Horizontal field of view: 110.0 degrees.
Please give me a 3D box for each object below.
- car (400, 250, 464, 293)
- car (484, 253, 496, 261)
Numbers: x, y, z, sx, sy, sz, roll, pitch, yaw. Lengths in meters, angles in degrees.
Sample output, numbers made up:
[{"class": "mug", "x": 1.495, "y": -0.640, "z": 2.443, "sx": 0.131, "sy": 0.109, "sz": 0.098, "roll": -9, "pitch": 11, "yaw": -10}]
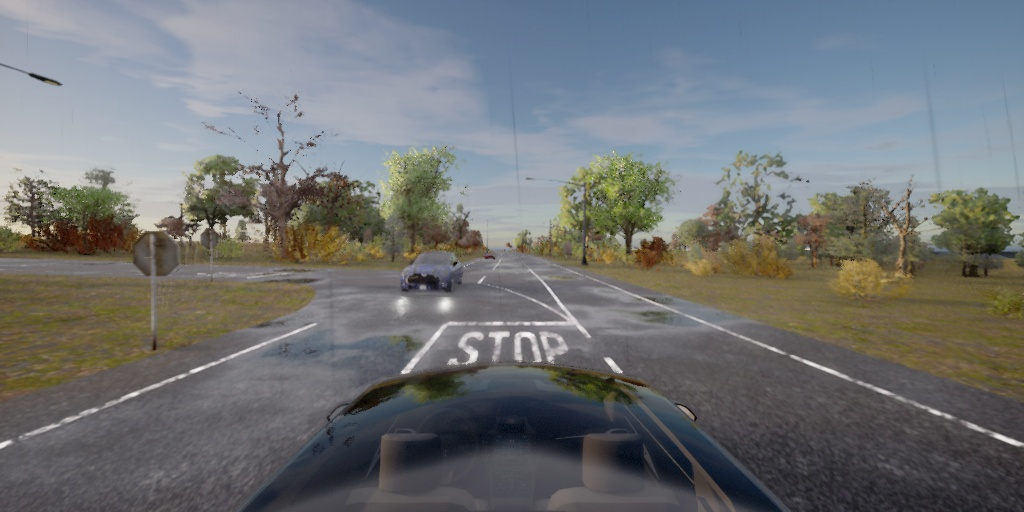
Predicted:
[{"class": "car", "x": -3.481, "y": 0.564, "z": 16.302, "sx": 2.097, "sy": 1.767, "sz": 4.553, "roll": 2, "pitch": 2, "yaw": 0}, {"class": "car", "x": -3.690, "y": 0.075, "z": 59.578, "sx": 1.895, "sy": 1.301, "sz": 4.718, "roll": 0, "pitch": 1, "yaw": -1}]
